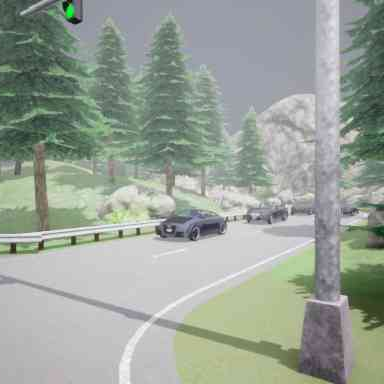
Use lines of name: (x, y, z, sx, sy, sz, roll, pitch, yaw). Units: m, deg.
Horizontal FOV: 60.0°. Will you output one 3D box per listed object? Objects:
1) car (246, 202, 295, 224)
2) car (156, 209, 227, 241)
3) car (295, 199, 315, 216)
car: (5.731, 1.507, 25.108, 2.128, 1.511, 4.902, 0, 0, 35)
car: (0.084, 1.579, 16.921, 1.994, 1.385, 4.181, 0, 0, 35)
car: (11.316, 1.520, 33.664, 1.837, 1.490, 4.892, 0, 0, 28)
